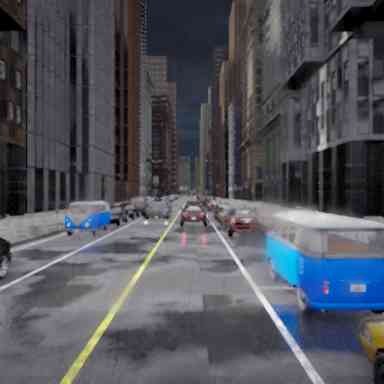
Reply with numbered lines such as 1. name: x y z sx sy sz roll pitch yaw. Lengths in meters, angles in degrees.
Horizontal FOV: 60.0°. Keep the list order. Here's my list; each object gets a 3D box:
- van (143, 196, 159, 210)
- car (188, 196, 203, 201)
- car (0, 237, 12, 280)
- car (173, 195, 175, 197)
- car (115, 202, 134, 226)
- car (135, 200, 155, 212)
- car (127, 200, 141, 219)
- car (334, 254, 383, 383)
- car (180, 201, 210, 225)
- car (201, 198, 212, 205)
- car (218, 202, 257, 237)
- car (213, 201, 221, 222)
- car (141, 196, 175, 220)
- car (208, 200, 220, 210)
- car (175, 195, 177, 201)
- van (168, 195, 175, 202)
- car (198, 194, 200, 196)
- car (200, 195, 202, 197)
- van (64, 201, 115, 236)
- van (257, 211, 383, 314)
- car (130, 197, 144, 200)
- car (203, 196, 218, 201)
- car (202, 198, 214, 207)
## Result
1. van: -5.737 1.536 46.836 1.690 1.788 3.998 0 0 0
2. car: 0.128 1.695 45.667 1.837 1.490 4.892 0 0 0
3. car: -5.761 1.596 7.378 1.947 1.339 4.313 0 0 0
4. car: -5.716 1.863 80.485 1.752 1.417 4.829 0 0 0
5. car: -5.750 1.667 24.288 1.947 1.339 4.313 0 0 0
6. car: -5.740 1.716 41.198 1.887 1.381 4.507 0 0 0
7. car: -5.747 1.690 29.925 1.947 1.339 4.313 0 0 0
8. car: 2.761 1.534 1.919 1.752 1.417 4.829 0 0 0
9. car: 0.115 1.629 24.761 1.812 1.442 4.674 0 0 0
10. car: 2.799 1.832 63.748 1.947 1.339 4.313 0 0 0
11. car: 2.771 1.518 18.658 1.967 1.590 4.097 0 0 0
12. car: 2.775 1.627 24.464 1.752 1.417 4.829 0 0 0
13. car: -2.982 1.529 30.021 2.097 1.767 4.553 0 0 0
14. car: 2.778 1.675 29.930 2.008 1.369 4.403 0 0 0
15. car: -5.712 1.914 86.291 2.008 1.369 4.403 0 0 0
16. van: -5.710 1.731 91.928 1.690 1.788 3.998 0 0 0
17. car: 2.806 1.754 75.020 1.967 1.590 4.097 0 0 0
18. car: 2.791 1.534 52.477 2.192 1.841 5.009 0 0 0
19. van: -5.754 1.418 18.652 1.690 1.788 3.998 0 0 0
20. van: 2.764 1.372 7.386 1.690 1.788 3.998 0 0 0
21. car: -5.744 1.463 35.562 2.192 1.841 5.009 0 0 0
22. car: 2.785 1.612 41.203 1.967 1.590 4.097 0 0 0
23. car: 2.796 1.787 58.112 1.887 1.381 4.507 0 0 0
